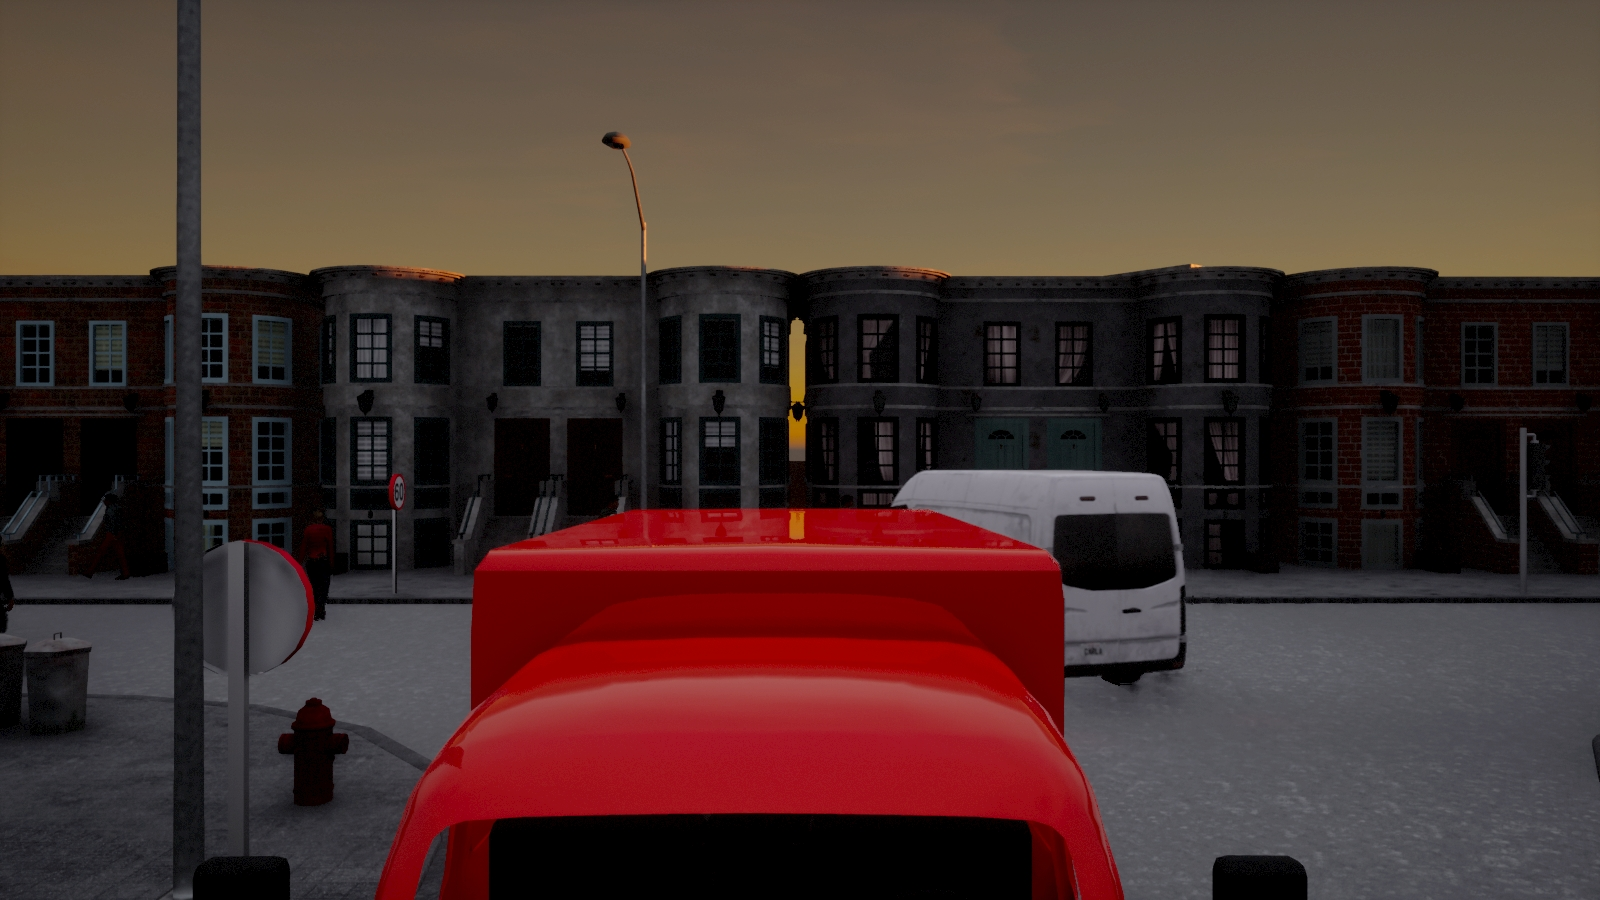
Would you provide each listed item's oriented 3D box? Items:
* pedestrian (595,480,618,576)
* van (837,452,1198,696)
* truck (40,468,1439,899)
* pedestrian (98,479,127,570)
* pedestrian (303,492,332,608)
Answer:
[{"bbox_3d":[-3.795,1.524,22.400,0.375,1.860,0.375,0,0,2],"label":"pedestrian"},{"bbox_3d":[2.491,1.314,15.106,1.988,2.561,5.915,0,0,-19],"label":"van"},{"bbox_3d":[-0.117,1.348,4.748,2.627,2.467,5.204,0,0,0],"label":"truck"},{"bbox_3d":[-14.125,1.526,23.494,0.375,1.860,0.375,0,0,-2],"label":"pedestrian"},{"bbox_3d":[-7.887,1.629,18.672,0.375,1.860,0.375,0,0,-12],"label":"pedestrian"}]
